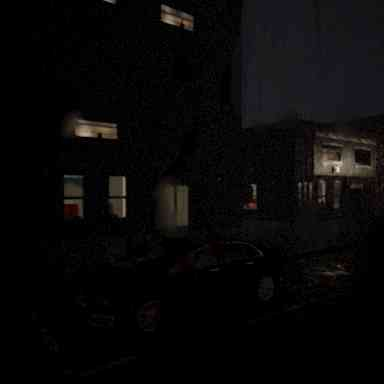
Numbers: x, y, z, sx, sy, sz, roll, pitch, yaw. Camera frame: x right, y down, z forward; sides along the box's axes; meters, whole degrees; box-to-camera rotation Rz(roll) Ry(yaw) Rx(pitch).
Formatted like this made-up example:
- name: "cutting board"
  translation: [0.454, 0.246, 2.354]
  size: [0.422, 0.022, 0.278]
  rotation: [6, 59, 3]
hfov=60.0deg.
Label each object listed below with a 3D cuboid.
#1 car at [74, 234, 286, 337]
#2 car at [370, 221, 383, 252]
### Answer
- name: "car"
  translation: [-0.009, 1.566, 6.556]
  size: [4.403, 1.369, 2.008]
  rotation: [0, -1, -35]
- name: "car"
  translation: [9.024, 1.375, 13.002]
  size: [5.009, 1.841, 2.192]
  rotation: [0, -1, -35]
